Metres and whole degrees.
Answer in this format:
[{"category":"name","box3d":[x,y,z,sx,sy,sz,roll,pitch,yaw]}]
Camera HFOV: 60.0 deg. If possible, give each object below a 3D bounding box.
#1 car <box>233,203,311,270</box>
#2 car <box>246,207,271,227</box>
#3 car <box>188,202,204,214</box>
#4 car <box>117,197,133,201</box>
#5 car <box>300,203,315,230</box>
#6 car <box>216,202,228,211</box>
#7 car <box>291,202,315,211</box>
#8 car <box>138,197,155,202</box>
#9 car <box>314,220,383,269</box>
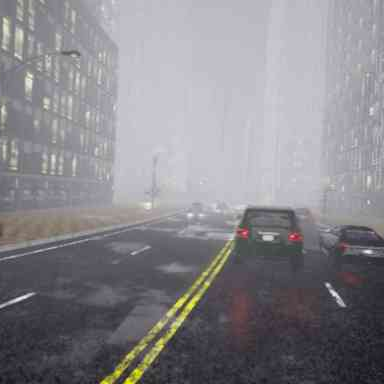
[{"category":"car","box3d":[2.831,1.498,12.467,2.150,2.045,5.566,2,0,12]},{"category":"car","box3d":[5.719,2.120,29.199,1.812,1.442,4.674,2,0,8]},{"category":"car","box3d":[0.631,2.081,43.692,1.812,1.442,4.674,2,0,5]},{"category":"car","box3d":[-17.293,1.690,85.934,4.206,1.307,1.802,3,0,7]},{"category":"car","box3d":[8.808,2.059,27.813,2.097,1.767,4.553,2,-1,8]},{"category":"car","box3d":[5.202,2.460,57.228,1.994,1.385,4.181,2,-1,6]},{"category":"car","box3d":[27.018,3.591,81.088,5.009,1.841,2.192,3,0,6]},{"category":"car","box3d":[-11.653,1.951,85.267,4.313,1.339,1.947,3,0,7]},{"category":"car","box3d":[6.246,1.994,12.992,1.994,1.385,4.181,2,-1,12]}]
